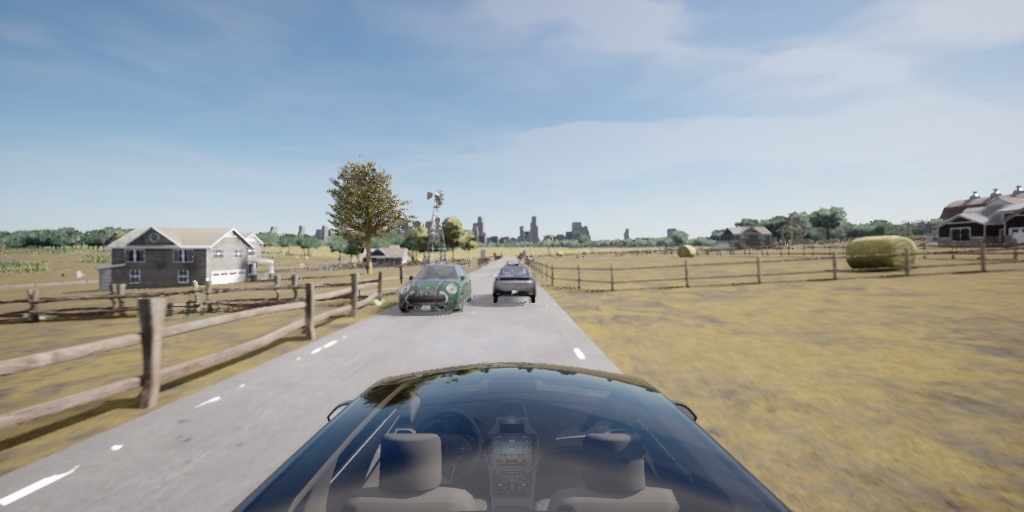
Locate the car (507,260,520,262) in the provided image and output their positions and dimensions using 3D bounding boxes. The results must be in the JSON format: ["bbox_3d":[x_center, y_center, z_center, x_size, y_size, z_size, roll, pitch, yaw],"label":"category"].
[{"bbox_3d":[0.116,1.169,36.214,2.128,1.511,4.902,0,0,0],"label":"car"}]

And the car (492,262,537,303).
[{"bbox_3d":[0.109,1.234,16.687,2.128,1.511,4.902,0,0,0],"label":"car"}]

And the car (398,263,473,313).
[{"bbox_3d":[-2.790,1.098,13.957,2.097,1.767,4.553,0,0,1],"label":"car"}]
